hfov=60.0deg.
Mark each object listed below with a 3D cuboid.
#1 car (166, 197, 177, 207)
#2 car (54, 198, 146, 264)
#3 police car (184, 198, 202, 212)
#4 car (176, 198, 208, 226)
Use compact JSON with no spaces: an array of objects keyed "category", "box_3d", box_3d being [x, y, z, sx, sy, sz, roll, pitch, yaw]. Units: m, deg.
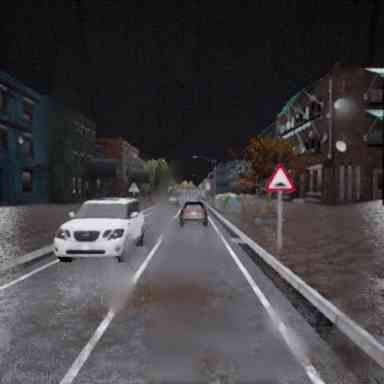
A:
[{"category":"car","box_3d":[-3.037,1.602,53.267,1.812,1.442,4.674,0,0,0]},{"category":"car","box_3d":[-3.088,1.258,12.397,2.150,2.045,5.566,0,0,0]},{"category":"police car","box_3d":[0.124,1.562,42.160,2.038,1.542,4.974,0,0,0]},{"category":"car","box_3d":[0.115,1.470,24.233,2.033,1.649,4.856,0,0,0]}]
